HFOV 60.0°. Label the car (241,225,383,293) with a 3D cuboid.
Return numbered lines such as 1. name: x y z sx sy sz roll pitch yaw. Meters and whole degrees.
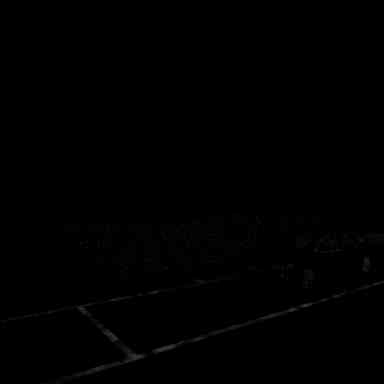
1. car: 3.239 1.624 8.961 4.403 1.369 2.008 1 -1 -35
